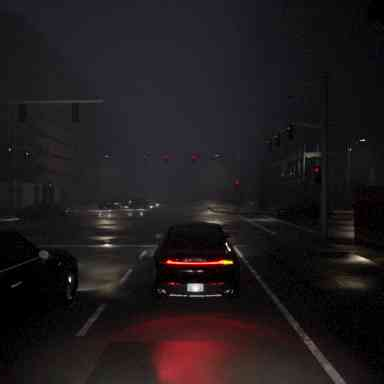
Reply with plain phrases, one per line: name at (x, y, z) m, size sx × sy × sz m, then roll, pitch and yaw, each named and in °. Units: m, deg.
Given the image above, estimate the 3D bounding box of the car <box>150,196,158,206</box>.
car at (-7.390, 1.478, 56.536) m, size 1.882 × 1.535 × 5.008 m, roll 0°, pitch 0°, yaw 1°

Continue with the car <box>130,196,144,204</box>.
car at (-10.748, 1.525, 65.277) m, size 1.812 × 1.442 × 4.674 m, roll 0°, pitch 0°, yaw 1°

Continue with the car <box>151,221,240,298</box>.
car at (0.082, 1.505, 8.518) m, size 1.837 × 1.490 × 4.892 m, roll 0°, pitch 0°, yaw 0°

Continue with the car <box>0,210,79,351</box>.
car at (-3.445, 1.352, 5.196) m, size 2.097 × 1.767 × 4.553 m, roll 0°, pitch 0°, yaw 0°

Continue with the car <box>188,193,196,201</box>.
car at (0.003, 1.225, 84.536) m, size 2.150 × 2.045 × 5.566 m, roll 0°, pitch 0°, yaw 1°

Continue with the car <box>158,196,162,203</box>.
car at (-7.215, 1.491, 66.963) m, size 2.128 × 1.511 × 4.902 m, roll 0°, pitch 0°, yaw 1°

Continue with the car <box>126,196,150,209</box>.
car at (-7.456, 1.505, 46.467) m, size 1.837 × 1.490 × 4.892 m, roll 0°, pitch 0°, yaw 0°

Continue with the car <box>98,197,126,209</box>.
car at (-10.925, 1.547, 44.579) m, size 2.033 × 1.411 × 5.357 m, roll 0°, pitch 0°, yaw 3°

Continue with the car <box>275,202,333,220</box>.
car at (9.314, 1.581, 27.739) m, size 4.674 × 1.442 × 1.812 m, roll 0°, pitch 0°, yaw 0°

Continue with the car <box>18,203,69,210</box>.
car at (-12.490, 1.593, 27.803) m, size 4.181 × 1.385 × 1.994 m, roll 0°, pitch 0°, yaw 0°

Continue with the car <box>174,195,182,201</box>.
car at (-3.499, 1.553, 84.312) m, size 1.994 × 1.385 × 4.181 m, roll 0°, pitch 0°, yaw 1°
